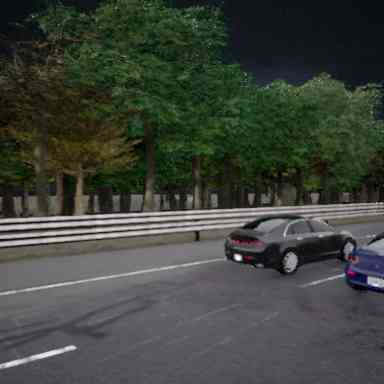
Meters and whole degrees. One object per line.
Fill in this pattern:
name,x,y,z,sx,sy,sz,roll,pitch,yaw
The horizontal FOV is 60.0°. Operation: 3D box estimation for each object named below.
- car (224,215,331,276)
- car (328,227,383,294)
car,3.214,1.489,10.359,4.892,1.490,1.837,-1,0,-35
car,5.322,1.507,7.564,4.674,1.442,1.812,0,0,-35
